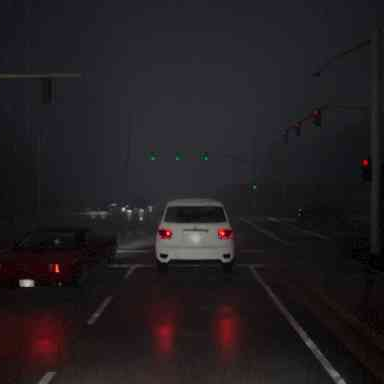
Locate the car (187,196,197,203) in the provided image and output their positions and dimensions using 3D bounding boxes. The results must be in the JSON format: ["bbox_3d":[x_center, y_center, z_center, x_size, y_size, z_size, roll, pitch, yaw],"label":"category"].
[{"bbox_3d":[0.028,1.541,71.443,2.128,1.511,4.902,0,0,0],"label":"car"}]

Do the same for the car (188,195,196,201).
[{"bbox_3d":[0.026,1.545,81.846,1.812,1.442,4.674,0,0,0],"label":"car"}]

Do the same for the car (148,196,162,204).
[{"bbox_3d":[-6.986,1.563,63.865,2.033,1.411,5.357,0,0,0],"label":"car"}]

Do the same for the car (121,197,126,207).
[{"bbox_3d":[-10.574,1.490,50.248,1.882,1.535,5.008,0,0,0],"label":"car"}]

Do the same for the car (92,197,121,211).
[{"bbox_3d":[-10.588,1.557,40.466,2.033,1.411,5.357,0,0,0],"label":"car"}]

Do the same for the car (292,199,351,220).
[{"bbox_3d":[10.960,1.415,28.389,4.553,1.767,2.097,0,0,0],"label":"car"}]

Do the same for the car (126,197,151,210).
[{"bbox_3d":[-7.084,1.516,44.285,1.837,1.490,4.892,0,0,0],"label":"car"}]

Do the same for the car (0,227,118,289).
[{"bbox_3d":[-3.410,1.603,9.114,1.895,1.301,4.718,0,0,0],"label":"car"}]

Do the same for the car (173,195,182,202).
[{"bbox_3d":[-3.474,1.560,81.724,2.033,1.411,5.357,0,0,0],"label":"car"}]

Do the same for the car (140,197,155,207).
[{"bbox_3d":[-7.063,1.539,53.377,1.812,1.442,4.674,0,0,0],"label":"car"}]

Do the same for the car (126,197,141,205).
[{"bbox_3d":[-10.524,1.616,60.103,1.895,1.301,4.718,0,0,1],"label":"car"}]

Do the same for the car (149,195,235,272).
[{"bbox_3d":[0.091,1.228,11.007,2.150,2.045,5.566,0,0,0],"label":"car"}]
